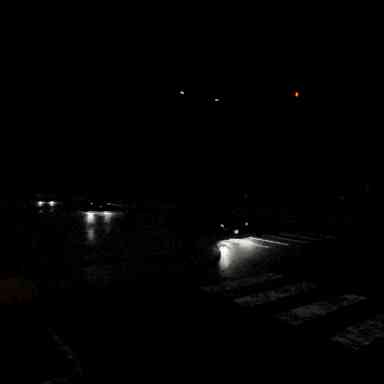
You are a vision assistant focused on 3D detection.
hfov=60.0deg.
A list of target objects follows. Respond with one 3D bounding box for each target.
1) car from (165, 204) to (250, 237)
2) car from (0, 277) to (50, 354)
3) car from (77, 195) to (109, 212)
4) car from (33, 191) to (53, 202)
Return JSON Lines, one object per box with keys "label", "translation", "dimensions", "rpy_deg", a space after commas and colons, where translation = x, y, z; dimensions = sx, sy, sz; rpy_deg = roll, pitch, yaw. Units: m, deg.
{"label": "car", "translation": [0.531, 1.310, 16.869], "dimensions": [2.033, 1.411, 5.357], "rpy_deg": [0, 1, -33]}
{"label": "car", "translation": [-4.222, 1.526, 3.650], "dimensions": [4.829, 1.417, 1.752], "rpy_deg": [0, 0, -35]}
{"label": "car", "translation": [-9.266, 0.973, 30.772], "dimensions": [1.812, 1.442, 4.674], "rpy_deg": [0, 1, -36]}
{"label": "car", "translation": [-21.509, 0.611, 48.057], "dimensions": [1.812, 1.442, 4.674], "rpy_deg": [0, 1, -35]}
